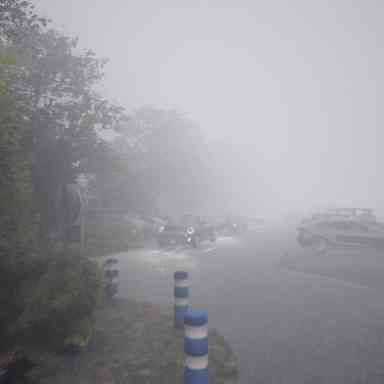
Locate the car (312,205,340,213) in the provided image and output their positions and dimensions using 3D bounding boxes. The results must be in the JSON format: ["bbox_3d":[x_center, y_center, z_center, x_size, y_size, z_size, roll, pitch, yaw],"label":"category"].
[{"bbox_3d":[25.948,3.279,64.707,5.008,1.535,2.097,-1,0,21],"label":"car"}]

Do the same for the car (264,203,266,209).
[{"bbox_3d":[10.671,3.354,61.359,4.553,1.767,2.185,-1,-1,21],"label":"car"}]

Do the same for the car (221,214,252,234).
[{"bbox_3d":[3.400,2.743,27.957,1.895,1.301,4.718,-1,-3,21],"label":"car"}]

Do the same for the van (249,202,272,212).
[{"bbox_3d":[14.777,3.269,71.848,4.442,1.987,1.878,-1,0,21],"label":"van"}]

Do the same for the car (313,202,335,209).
[{"bbox_3d":[31.833,3.294,80.335,5.008,1.535,2.097,-1,0,21],"label":"car"}]

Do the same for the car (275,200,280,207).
[{"bbox_3d":[18.591,3.507,82.315,4.892,1.521,2.231,-1,0,21],"label":"car"}]

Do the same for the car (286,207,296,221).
[{"bbox_3d":[13.998,3.255,45.869,2.033,1.411,5.357,-1,-1,21],"label":"car"}]

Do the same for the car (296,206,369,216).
[{"bbox_3d":[11.178,2.263,25.626,5.566,2.045,2.435,-1,-3,21],"label":"car"}]

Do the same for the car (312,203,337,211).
[{"bbox_3d":[28.879,3.290,72.525,4.892,1.521,2.231,-1,0,21],"label":"car"}]

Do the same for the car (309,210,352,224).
[{"bbox_3d":[17.077,3.079,41.256,4.792,1.488,2.163,-1,-2,21],"label":"car"}]

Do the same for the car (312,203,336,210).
[{"bbox_3d":[30.842,3.292,77.734,5.008,1.535,2.097,-1,0,21],"label":"car"}]

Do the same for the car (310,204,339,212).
[{"bbox_3d":[26.750,3.283,67.379,5.366,1.575,1.946,-1,0,21],"label":"car"}]

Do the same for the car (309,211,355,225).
[{"bbox_3d":[16.148,3.012,38.628,4.792,1.488,2.163,-1,-2,21],"label":"car"}]

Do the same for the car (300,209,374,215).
[{"bbox_3d":[9.210,2.130,20.414,4.553,1.767,2.185,-1,-3,21],"label":"car"}]

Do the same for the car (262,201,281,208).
[{"bbox_3d":[21.569,3.384,90.122,4.553,1.767,2.185,-1,0,21],"label":"car"}]

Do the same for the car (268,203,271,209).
[{"bbox_3d":[12.535,3.490,66.740,5.366,1.575,1.946,-1,0,21],"label":"car"}]

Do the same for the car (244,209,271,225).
[{"bbox_3d":[8.024,3.123,40.182,1.812,1.442,4.674,-1,-2,21],"label":"car"}]

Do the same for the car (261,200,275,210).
[{"bbox_3d":[13.713,3.242,69.273,5.566,2.045,2.435,-1,0,21],"label":"car"}]

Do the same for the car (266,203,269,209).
[{"bbox_3d":[11.688,3.487,63.952,5.008,1.535,2.097,-1,-1,21],"label":"car"}]

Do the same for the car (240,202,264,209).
[{"bbox_3d":[8.705,3.188,56.137,5.566,2.045,2.435,-1,-1,21],"label":"car"}]

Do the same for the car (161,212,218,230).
[{"bbox_3d":[-0.244,2.840,32.833,5.366,1.575,1.946,-1,-3,21],"label":"car"}]

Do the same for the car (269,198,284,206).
[{"bbox_3d":[20.583,3.258,87.518,5.566,2.045,2.435,-1,0,21],"label":"car"}]

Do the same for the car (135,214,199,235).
[{"bbox_3d":[-2.069,2.630,27.553,4.792,1.488,2.163,-1,-3,21],"label":"car"}]

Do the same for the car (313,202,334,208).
[{"bbox_3d":[32.807,3.336,82.943,4.674,1.452,2.002,-1,0,21],"label":"car"}]

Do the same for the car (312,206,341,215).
[{"bbox_3d":[23.984,3.314,59.498,4.674,1.452,2.002,-1,0,21],"label":"car"}]

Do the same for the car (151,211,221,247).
[{"bbox_3d":[-0.158,2.003,18.516,2.097,1.767,4.553,-1,-3,21],"label":"car"}]

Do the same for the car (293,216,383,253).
[{"bbox_3d":[7.302,2.002,15.180,4.792,1.488,2.163,-1,-3,21],"label":"car"}]

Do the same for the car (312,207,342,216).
[{"bbox_3d":[23.027,3.295,56.882,4.792,1.488,2.163,-1,-1,21],"label":"car"}]

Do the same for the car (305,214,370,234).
[{"bbox_3d":[12.195,2.630,28.210,4.892,1.521,2.231,-1,-3,21],"label":"car"}]

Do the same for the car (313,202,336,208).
[{"bbox_3d":[33.963,3.290,85.482,5.366,1.575,1.946,-1,0,21],"label":"car"}]

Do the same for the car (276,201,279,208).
[{"bbox_3d":[17.611,3.504,79.709,5.008,1.535,2.097,-1,0,21],"label":"car"}]

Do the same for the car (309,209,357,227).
[{"bbox_3d":[15.166,2.782,36.024,4.553,1.767,2.185,-1,-2,21],"label":"car"}]

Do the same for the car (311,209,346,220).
[{"bbox_3d":[20.048,3.235,49.064,4.674,1.452,2.002,-1,-1,21],"label":"car"}]

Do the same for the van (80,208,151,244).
[{"bbox_3d":[-4.875,1.957,19.690,4.442,1.987,1.878,0,-3,20],"label":"van"}]

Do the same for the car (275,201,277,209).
[{"bbox_3d":[16.632,3.542,77.101,4.674,1.452,2.002,-1,0,21],"label":"car"}]

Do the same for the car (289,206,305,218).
[{"bbox_3d":[17.270,3.185,54.567,2.097,1.767,4.553,-1,-1,21],"label":"car"}]

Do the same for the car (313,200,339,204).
[{"bbox_3d":[24.931,3.026,62.116,5.566,2.045,2.435,-1,0,21],"label":"car"}]

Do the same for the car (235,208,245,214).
[{"bbox_3d":[3.869,3.196,43.197,4.892,1.521,2.231,-1,-2,21],"label":"car"}]

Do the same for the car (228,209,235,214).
[{"bbox_3d":[1.855,3.032,37.859,5.008,1.535,2.097,-1,-2,21],"label":"car"}]

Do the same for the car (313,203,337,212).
[{"bbox_3d":[27.888,3.159,69.791,4.553,1.767,2.185,-1,0,21],"label":"car"}]

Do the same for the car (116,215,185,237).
[{"bbox_3d":[-3.071,2.500,24.822,4.674,1.452,2.002,-1,-3,21],"label":"car"}]

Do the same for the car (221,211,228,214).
[{"bbox_3d":[0.893,2.969,35.239,4.792,1.488,2.163,-1,-3,21],"label":"car"}]

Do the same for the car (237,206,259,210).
[{"bbox_3d":[6.941,3.360,50.838,5.366,1.575,1.946,-1,-1,21],"label":"car"}]

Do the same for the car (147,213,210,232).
[{"bbox_3d":[-1.230,2.724,30.220,5.366,1.575,1.946,-1,-3,21],"label":"car"}]

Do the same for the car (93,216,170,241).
[{"bbox_3d":[-4.054,2.358,22.220,4.674,1.452,2.002,-1,-3,21],"label":"car"}]

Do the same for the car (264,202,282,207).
[{"bbox_3d":[22.521,3.550,92.739,4.674,1.452,2.002,-1,0,21],"label":"car"}]

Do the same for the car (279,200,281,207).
[{"bbox_3d":[19.552,3.538,84.927,4.792,1.488,2.163,-1,0,21],"label":"car"}]

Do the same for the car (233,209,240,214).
[{"bbox_3d":[2.840,3.117,40.468,5.008,1.535,2.097,-1,-2,21],"label":"car"}]
